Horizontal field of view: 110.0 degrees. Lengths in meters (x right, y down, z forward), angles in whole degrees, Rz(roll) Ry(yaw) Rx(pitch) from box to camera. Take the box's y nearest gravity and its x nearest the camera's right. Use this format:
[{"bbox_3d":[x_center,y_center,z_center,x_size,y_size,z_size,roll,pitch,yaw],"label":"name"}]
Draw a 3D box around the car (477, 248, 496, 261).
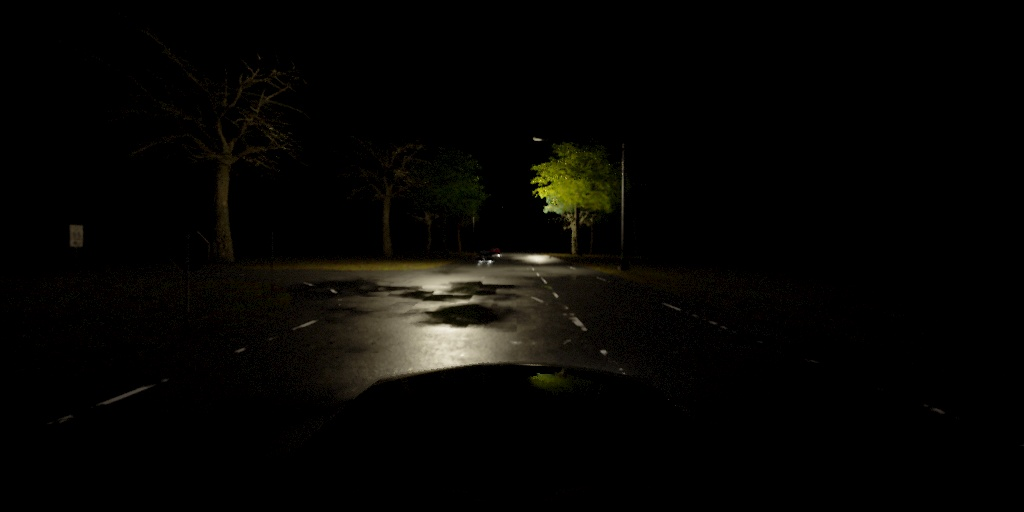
[{"bbox_3d":[-3.520,-0.114,47.015,2.033,1.411,5.357,0,2,0],"label":"car"}]
